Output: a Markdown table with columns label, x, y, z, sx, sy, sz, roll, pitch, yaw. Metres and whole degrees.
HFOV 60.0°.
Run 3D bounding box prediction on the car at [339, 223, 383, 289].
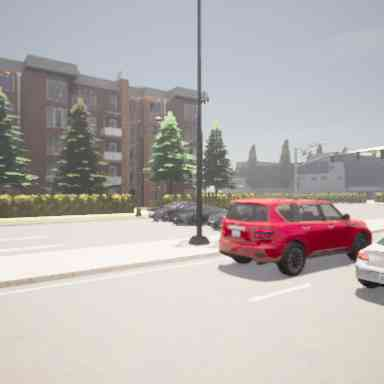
| label | x | y | z | sx | sy | sz | roll | pitch | yaw |
| --- | --- | --- | --- | --- | --- | --- | --- | --- | --- |
| car | 5.691 | 1.514 | 7.836 | 4.674 | 1.442 | 1.812 | 0 | 0 | -35 |

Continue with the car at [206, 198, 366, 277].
| label | x | y | z | sx | sy | sz | roll | pitch | yaw |
| --- | --- | --- | --- | --- | --- | --- | --- | --- | --- |
| car | 3.400 | 1.210 | 10.510 | 5.566 | 2.045 | 2.150 | 0 | 0 | -35 |

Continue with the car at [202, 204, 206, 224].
| label | x | y | z | sx | sy | sz | roll | pitch | yaw |
| --- | --- | --- | --- | --- | --- | --- | --- | --- | --- |
| car | 3.133 | 1.486 | 20.357 | 4.892 | 1.490 | 1.837 | 0 | 0 | -36 |

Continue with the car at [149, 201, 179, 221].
| label | x | y | z | sx | sy | sz | roll | pitch | yaw |
| --- | --- | --- | --- | --- | --- | --- | --- | --- | --- |
| car | -1.034 | 1.474 | 25.984 | 4.902 | 1.511 | 2.128 | 0 | 0 | -36 |

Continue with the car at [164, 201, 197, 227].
| label | x | y | z | sx | sy | sz | roll | pitch | yaw |
| --- | --- | --- | --- | --- | --- | --- | --- | --- | --- |
| car | 0.543 | 1.547 | 22.809 | 4.181 | 1.385 | 1.994 | 0 | 0 | -36 |
